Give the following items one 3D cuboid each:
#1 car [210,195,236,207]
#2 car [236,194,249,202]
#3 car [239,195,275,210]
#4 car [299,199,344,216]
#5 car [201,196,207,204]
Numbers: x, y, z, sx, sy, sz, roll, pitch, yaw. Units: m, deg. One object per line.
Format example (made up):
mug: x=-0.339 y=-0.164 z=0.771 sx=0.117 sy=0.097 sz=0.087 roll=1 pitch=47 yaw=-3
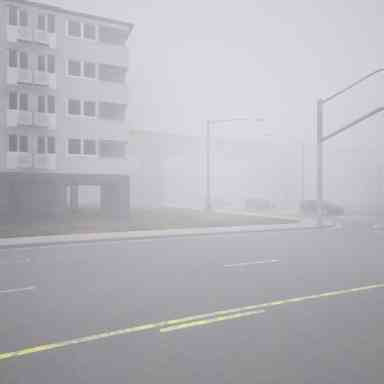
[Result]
car: x=4.495 y=1.508 z=52.084 sx=1.837 sy=1.490 sz=4.892 roll=0 pitch=0 yaw=-20
car: x=11.568 y=1.546 z=75.340 sx=2.033 sy=1.411 sz=5.357 roll=0 pitch=0 yaw=41
car: x=8.624 y=1.495 z=42.630 sx=2.128 sy=1.511 sz=4.902 roll=0 pitch=0 yaw=-25
car: x=12.924 y=1.509 z=33.438 sx=1.837 sy=1.490 sz=4.892 roll=0 pitch=0 yaw=-25
car: x=2.912 y=1.507 z=62.792 sx=1.837 sy=1.490 sz=4.892 roll=0 pitch=0 yaw=6
